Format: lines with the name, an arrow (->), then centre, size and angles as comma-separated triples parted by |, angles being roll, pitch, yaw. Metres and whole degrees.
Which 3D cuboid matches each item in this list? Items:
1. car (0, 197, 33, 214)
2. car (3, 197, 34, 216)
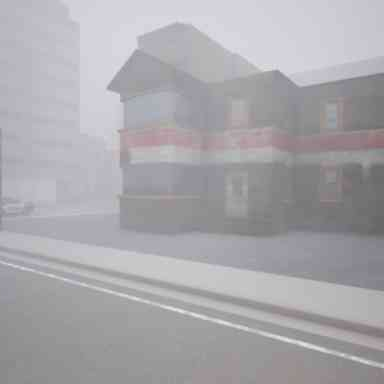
car -> -15.197, 1.047, 26.764 | 1.853, 1.218, 4.536 | 1, 0, 15
car -> -15.211, 1.205, 26.715 | 2.038, 1.542, 4.974 | 1, 0, 15
